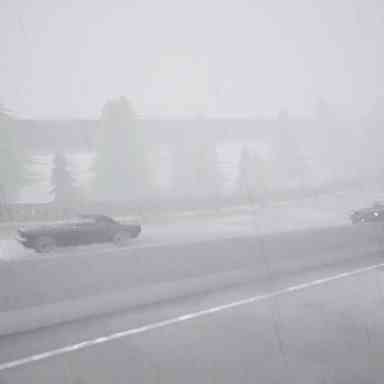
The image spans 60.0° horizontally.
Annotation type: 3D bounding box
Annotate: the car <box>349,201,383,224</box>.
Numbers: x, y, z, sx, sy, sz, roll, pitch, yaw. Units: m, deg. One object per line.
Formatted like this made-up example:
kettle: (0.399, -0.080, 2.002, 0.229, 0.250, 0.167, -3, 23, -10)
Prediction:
car: (11.979, 1.274, 21.041, 4.718, 1.301, 1.895, -3, 2, -35)

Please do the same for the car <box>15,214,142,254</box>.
car: (-4.566, 1.588, 13.618, 4.718, 1.301, 1.895, 0, 0, -35)
